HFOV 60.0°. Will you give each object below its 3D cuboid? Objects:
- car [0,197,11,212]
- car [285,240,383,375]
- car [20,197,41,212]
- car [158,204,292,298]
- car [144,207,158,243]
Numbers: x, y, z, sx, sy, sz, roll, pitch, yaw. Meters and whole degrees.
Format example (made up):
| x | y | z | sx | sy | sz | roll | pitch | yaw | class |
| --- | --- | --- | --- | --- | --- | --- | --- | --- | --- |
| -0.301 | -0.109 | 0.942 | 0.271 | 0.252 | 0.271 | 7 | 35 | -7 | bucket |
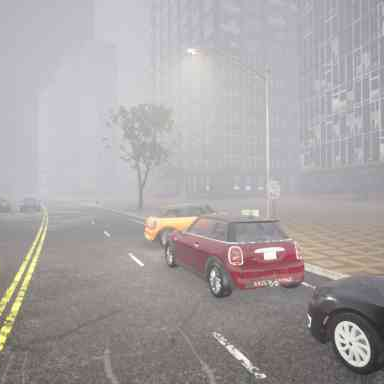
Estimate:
| x | y | z | sx | sy | sz | roll | pitch | yaw | class |
| --- | --- | --- | --- | --- | --- | --- | --- | --- | --- |
| -22.033 | 1.390 | 38.002 | 2.097 | 1.767 | 4.553 | 0 | 0 | -24 | car |
| 3.588 | 1.505 | 3.462 | 1.837 | 1.490 | 4.892 | 0 | 0 | -36 | car |
| -19.072 | 1.393 | 39.341 | 2.097 | 1.767 | 4.553 | 0 | 0 | -24 | car |
| 0.821 | 1.355 | 8.916 | 2.097 | 1.767 | 4.553 | 0 | 0 | -22 | car |
| 0.249 | 1.277 | 14.597 | 4.553 | 1.767 | 2.097 | -3 | 1 | -18 | car |
